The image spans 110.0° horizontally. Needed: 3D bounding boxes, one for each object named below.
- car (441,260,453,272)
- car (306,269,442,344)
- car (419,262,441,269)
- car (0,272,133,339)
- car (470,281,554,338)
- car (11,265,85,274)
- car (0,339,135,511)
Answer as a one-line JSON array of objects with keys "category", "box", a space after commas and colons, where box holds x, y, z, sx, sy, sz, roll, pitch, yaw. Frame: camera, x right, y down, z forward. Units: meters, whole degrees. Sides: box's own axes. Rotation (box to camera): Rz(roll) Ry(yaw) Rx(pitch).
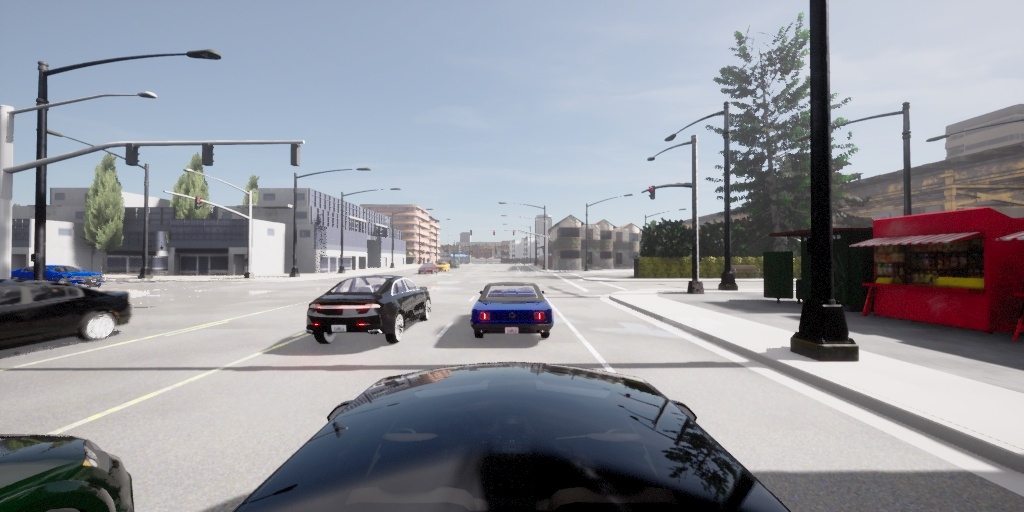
[{"category": "car", "box": [-11.112, 1.647, 56.959, 1.882, 1.535, 5.008, 0, 0, 0]}, {"category": "car", "box": [-3.506, 1.257, 9.670, 2.128, 1.511, 4.902, 0, 0, 0]}, {"category": "car", "box": [-11.027, 1.638, 47.441, 1.812, 1.442, 4.674, 0, 0, -1]}, {"category": "car", "box": [-10.647, 1.241, 7.033, 1.882, 1.535, 5.008, 0, 0, -1]}, {"category": "car", "box": [-0.006, 1.365, 10.147, 1.895, 1.301, 4.718, 0, 0, 0]}, {"category": "car", "box": [-29.735, 1.315, 23.381, 5.008, 1.535, 1.882, 0, -1, 0]}, {"category": "car", "box": [-3.373, 1.314, 0.502, 1.994, 1.385, 4.181, 0, 0, -1]}]
